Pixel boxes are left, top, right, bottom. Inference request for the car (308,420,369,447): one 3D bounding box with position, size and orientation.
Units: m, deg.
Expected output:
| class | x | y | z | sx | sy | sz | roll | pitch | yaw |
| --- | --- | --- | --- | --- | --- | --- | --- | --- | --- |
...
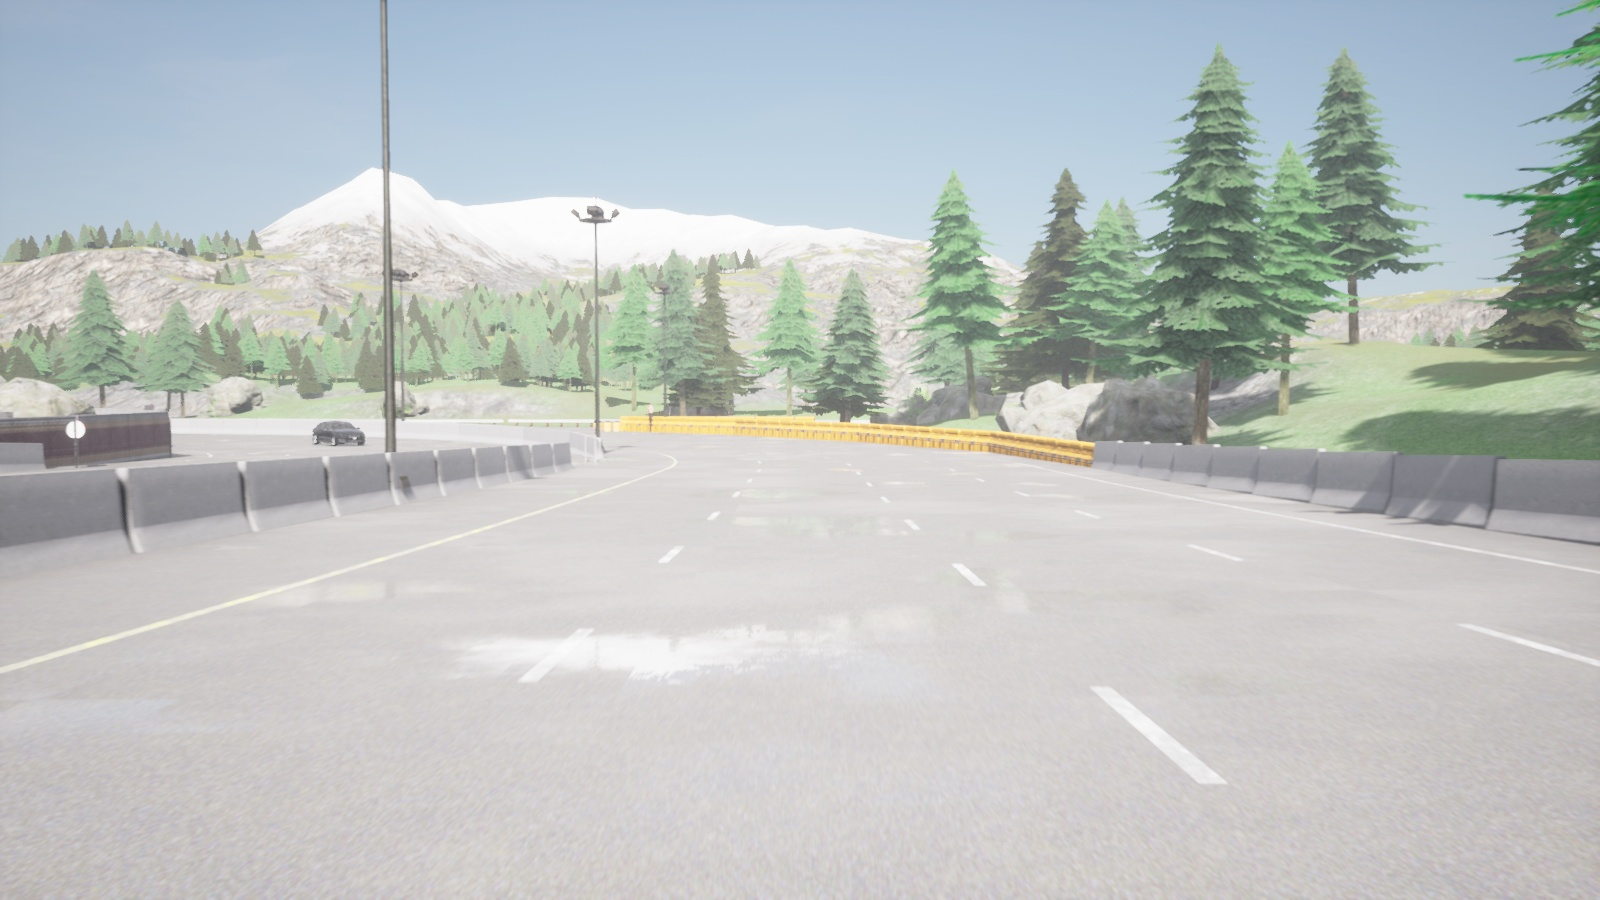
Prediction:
| class | x | y | z | sx | sy | sz | roll | pitch | yaw |
| --- | --- | --- | --- | --- | --- | --- | --- | --- | --- |
| car | -28.224 | -1.058 | 76.714 | 1.837 | 1.490 | 4.892 | -2 | 3 | -42 |
